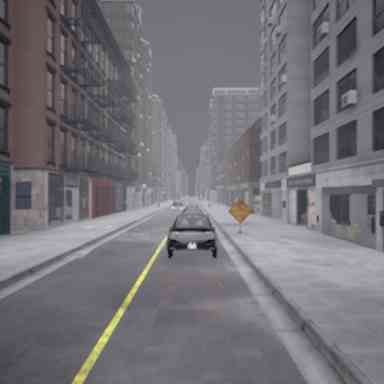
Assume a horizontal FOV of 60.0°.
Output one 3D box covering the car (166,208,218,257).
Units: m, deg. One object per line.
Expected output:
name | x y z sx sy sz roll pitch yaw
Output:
car | 0.025 1.623 13.515 2.128 1.511 4.902 0 0 0

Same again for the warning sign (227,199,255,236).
warning sign | 2.531 1.284 17.449 1.300 1.860 1.060 0 0 0

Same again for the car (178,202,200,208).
car | 0.033 1.841 28.524 1.994 1.385 4.181 0 0 0

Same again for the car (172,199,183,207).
car | -2.745 2.106 64.571 1.882 1.535 5.008 0 -1 1
